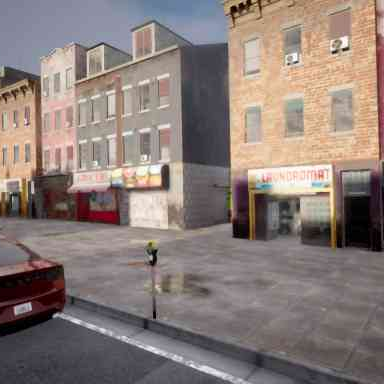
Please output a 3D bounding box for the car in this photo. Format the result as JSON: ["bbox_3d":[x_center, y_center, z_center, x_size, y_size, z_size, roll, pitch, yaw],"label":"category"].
[{"bbox_3d":[-4.379,1.486,6.115,5.008,1.535,1.882,0,0,36],"label":"car"}]
